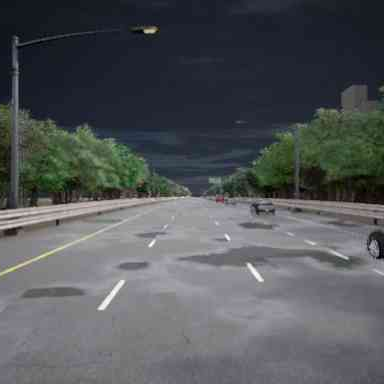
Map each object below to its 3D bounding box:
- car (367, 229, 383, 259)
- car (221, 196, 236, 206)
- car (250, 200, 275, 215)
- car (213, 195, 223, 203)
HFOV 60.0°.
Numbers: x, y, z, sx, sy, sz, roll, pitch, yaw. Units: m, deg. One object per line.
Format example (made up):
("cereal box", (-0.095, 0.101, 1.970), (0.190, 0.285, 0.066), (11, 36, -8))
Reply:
("car", (7.011, 1.508, 9.672), (1.837, 1.490, 4.892), (0, 0, 0))
("car", (7.204, 1.848, 63.203), (2.033, 1.411, 5.357), (0, -1, 0))
("car", (7.056, 1.538, 33.642), (2.128, 1.511, 4.902), (0, 0, 0))
("car", (7.406, 1.854, 88.239), (2.150, 2.045, 5.566), (0, -1, 1))
